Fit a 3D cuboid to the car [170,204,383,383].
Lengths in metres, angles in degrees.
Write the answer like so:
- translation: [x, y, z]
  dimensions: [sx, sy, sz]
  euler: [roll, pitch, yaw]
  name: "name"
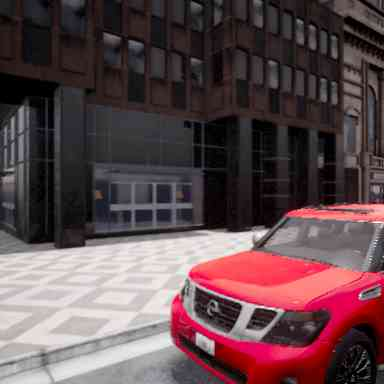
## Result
- translation: [2.385, 1.238, 5.077]
  dimensions: [5.566, 2.045, 2.150]
  euler: [0, 0, -35]
  name: "car"
